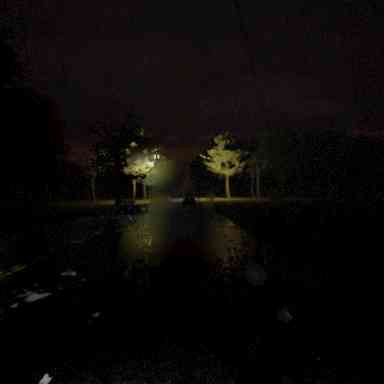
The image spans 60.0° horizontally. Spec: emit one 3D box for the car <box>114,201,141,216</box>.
[{"bbox_3d":[-6.555,1.621,34.391,1.812,1.442,4.674,-1,0,5],"label":"car"}]

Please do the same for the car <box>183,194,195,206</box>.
[{"bbox_3d":[-0.448,1.490,54.282,2.128,1.511,4.902,-1,0,0],"label":"car"}]
